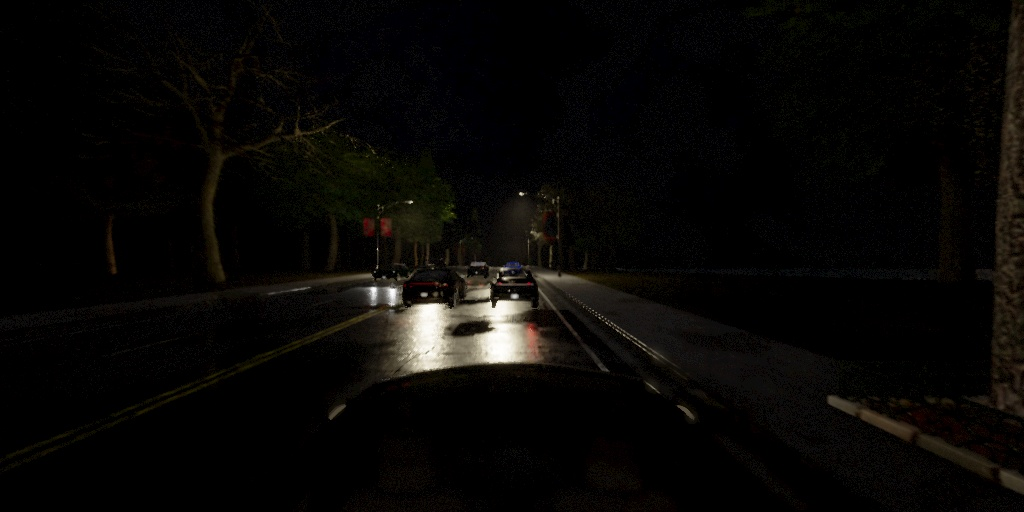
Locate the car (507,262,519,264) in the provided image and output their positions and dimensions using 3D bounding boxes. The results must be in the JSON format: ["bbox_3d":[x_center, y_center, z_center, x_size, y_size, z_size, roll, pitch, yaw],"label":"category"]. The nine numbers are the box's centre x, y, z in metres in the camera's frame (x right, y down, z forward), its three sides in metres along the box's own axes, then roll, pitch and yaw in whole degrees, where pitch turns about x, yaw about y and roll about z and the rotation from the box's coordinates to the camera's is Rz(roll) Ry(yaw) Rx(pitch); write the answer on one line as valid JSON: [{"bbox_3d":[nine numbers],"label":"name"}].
[{"bbox_3d":[0.096,1.344,35.831,1.812,1.442,4.674,0,0,0],"label":"car"}]

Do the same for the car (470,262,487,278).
[{"bbox_3d":[-3.154,1.301,34.192,2.128,1.511,4.902,0,0,0],"label":"car"}]

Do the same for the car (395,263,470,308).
[{"bbox_3d":[-3.151,1.242,15.328,1.882,1.535,5.008,0,0,0],"label":"car"}]

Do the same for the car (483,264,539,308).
[{"bbox_3d":[0.099,1.256,15.445,2.128,1.511,4.902,0,0,0],"label":"car"}]

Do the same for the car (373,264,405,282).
[{"bbox_3d":[-9.753,1.302,29.543,1.895,1.301,4.718,0,0,0],"label":"car"}]

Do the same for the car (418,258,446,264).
[{"bbox_3d":[-6.503,0.904,29.584,1.837,1.490,4.892,0,0,0],"label":"car"}]
